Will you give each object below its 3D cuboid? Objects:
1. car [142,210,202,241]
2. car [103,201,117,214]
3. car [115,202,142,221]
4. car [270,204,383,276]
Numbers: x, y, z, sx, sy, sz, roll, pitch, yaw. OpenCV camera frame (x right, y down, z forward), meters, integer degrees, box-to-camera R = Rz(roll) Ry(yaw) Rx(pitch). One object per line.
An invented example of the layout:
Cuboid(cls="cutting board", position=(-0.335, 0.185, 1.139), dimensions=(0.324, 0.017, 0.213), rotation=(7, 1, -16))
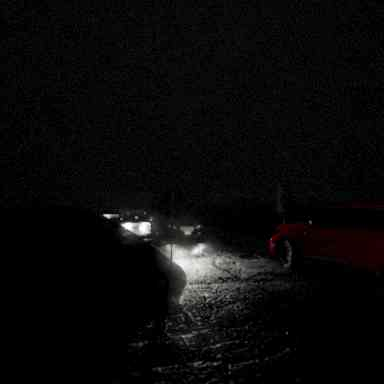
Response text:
Cuboid(cls="car", position=(-0.982, 1.654, 17.724), dimensions=(2.128, 1.511, 4.902), rotation=(1, -1, -19))
Cuboid(cls="car", position=(-9.913, 1.922, 41.362), dimensions=(1.837, 1.490, 4.892), rotation=(1, -1, -23))
Cuboid(cls="car", position=(-5.506, 1.901, 30.366), dimensions=(1.895, 1.301, 4.718), rotation=(1, -1, -21))
Cuboid(cls="car", position=(4.690, 1.327, 9.066), dimensions=(2.150, 2.045, 5.566), rotation=(1, -1, -31))
